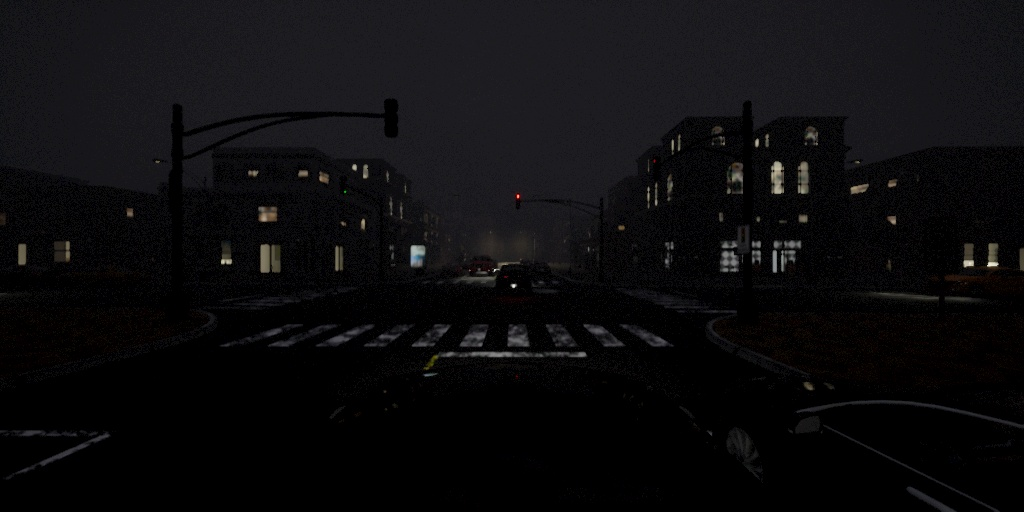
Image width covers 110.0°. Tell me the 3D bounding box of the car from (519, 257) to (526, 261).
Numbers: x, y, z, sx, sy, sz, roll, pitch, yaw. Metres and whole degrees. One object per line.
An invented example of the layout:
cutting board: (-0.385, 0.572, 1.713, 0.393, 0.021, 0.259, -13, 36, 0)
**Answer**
car: (2.679, 1.199, 61.594, 2.007, 1.370, 4.403, 0, 0, 0)

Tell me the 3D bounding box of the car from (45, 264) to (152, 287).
car: (-25.458, 1.156, 22.373, 4.829, 1.417, 1.751, 0, 0, 1)

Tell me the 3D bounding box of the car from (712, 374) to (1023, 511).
car: (2.691, 1.301, 1.594, 2.007, 1.370, 4.403, 0, 0, 0)

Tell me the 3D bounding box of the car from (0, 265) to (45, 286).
car: (-30.824, 1.189, 22.455, 4.207, 1.307, 1.802, 0, 0, 1)

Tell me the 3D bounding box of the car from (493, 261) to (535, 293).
car: (0.093, 1.221, 20.239, 1.837, 1.490, 4.892, 0, 0, 0)

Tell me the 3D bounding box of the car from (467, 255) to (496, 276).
car: (-3.102, 0.909, 36.834, 2.150, 2.045, 5.566, 0, 0, 0)

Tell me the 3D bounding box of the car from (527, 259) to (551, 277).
car: (2.685, 1.259, 33.984, 1.948, 1.339, 4.313, 0, 0, 0)

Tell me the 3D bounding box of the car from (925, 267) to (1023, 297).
car: (25.092, 1.333, 19.017, 5.008, 1.535, 1.882, 0, 0, 1)

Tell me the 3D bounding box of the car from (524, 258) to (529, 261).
car: (2.682, 1.256, 45.027, 1.802, 1.307, 4.207, 0, 0, 0)

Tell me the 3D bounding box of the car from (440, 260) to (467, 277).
car: (-5.696, 1.275, 33.996, 1.802, 1.307, 4.207, 0, 0, 0)
